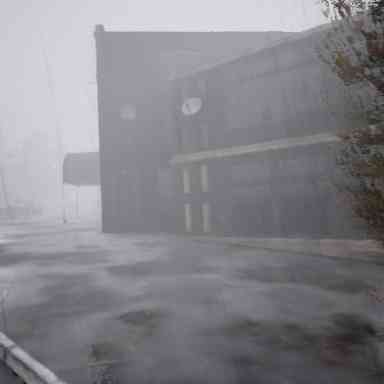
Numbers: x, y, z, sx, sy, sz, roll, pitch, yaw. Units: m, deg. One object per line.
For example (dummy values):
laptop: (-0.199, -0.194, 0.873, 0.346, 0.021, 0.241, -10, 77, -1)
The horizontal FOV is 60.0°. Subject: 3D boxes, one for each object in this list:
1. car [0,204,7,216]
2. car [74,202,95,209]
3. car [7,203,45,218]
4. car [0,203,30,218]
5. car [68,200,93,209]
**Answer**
car: (-21.838, 1.919, 33.903, 2.435, 2.045, 5.566, -3, 0, -4)
car: (-26.284, 3.281, 81.551, 4.792, 1.488, 2.163, -3, -1, -16)
car: (-18.166, 2.040, 36.975, 1.837, 1.490, 4.892, -3, 0, -1)
car: (-21.814, 2.230, 39.895, 2.097, 1.535, 5.008, -3, 0, 2)
car: (-26.433, 2.943, 78.643, 5.566, 2.045, 2.435, -3, -2, -16)
